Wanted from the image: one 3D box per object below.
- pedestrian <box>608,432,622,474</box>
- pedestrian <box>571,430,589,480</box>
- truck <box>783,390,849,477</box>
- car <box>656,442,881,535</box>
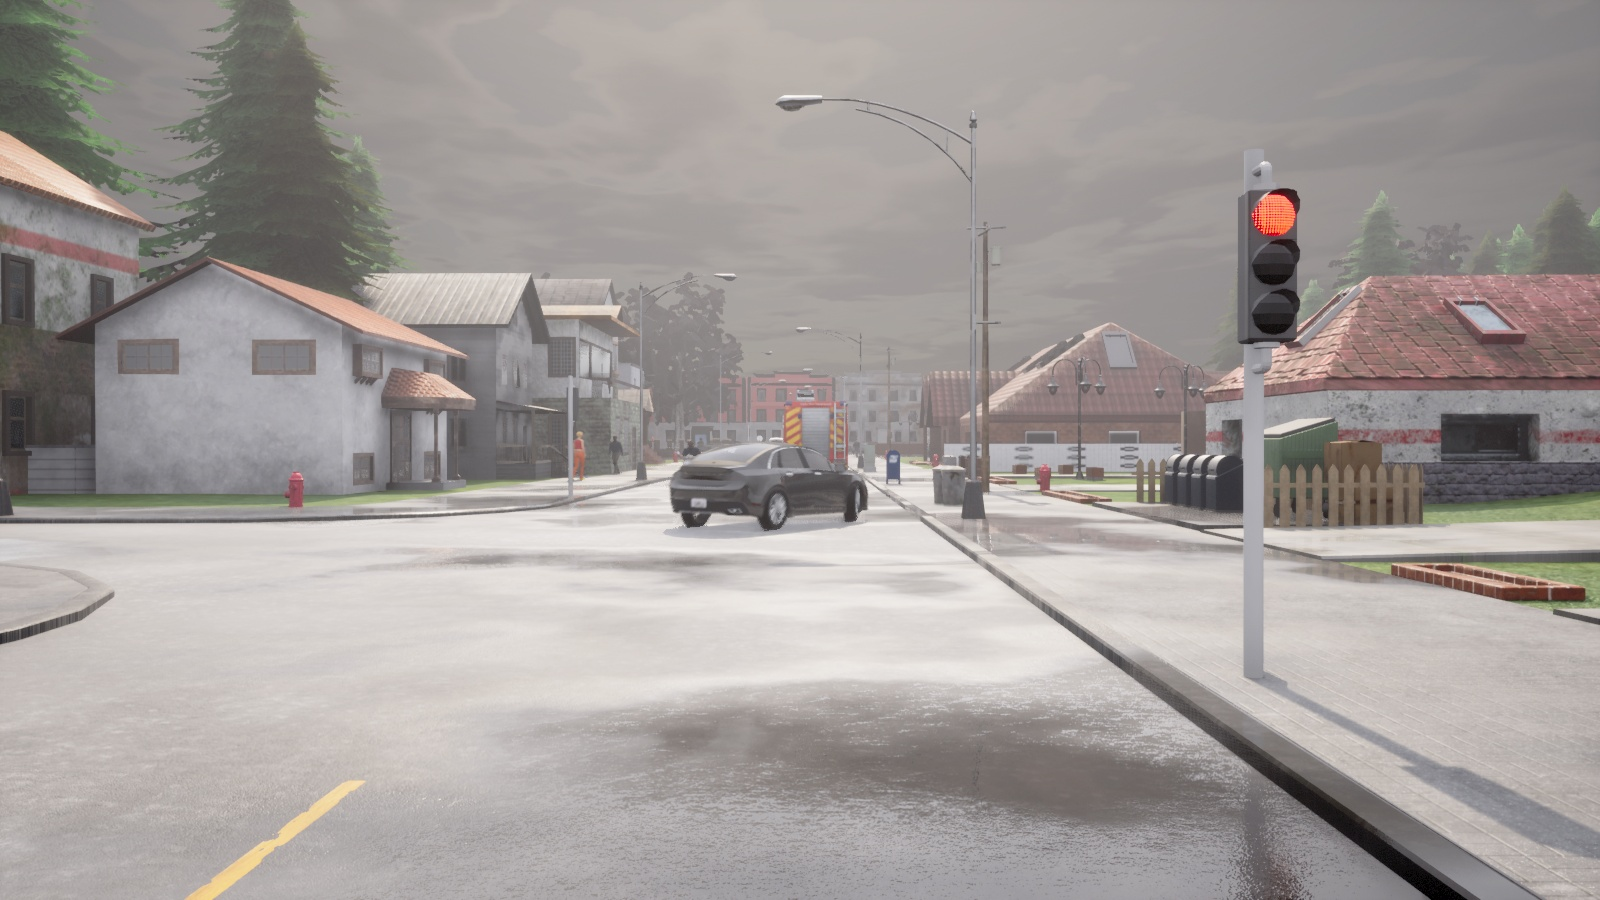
[{"bbox_3d":[-8.233,0.133,56.012,0.370,1.835,0.726,0,0,14],"label":"pedestrian"},{"bbox_3d":[-8.143,0.188,46.412,0.345,1.836,0.594,0,0,31],"label":"pedestrian"},{"bbox_3d":[0.732,-0.752,59.198,2.891,3.827,8.468,0,0,1],"label":"truck"},{"bbox_3d":[-0.434,0.620,23.094,1.837,1.490,4.892,1,1,30],"label":"car"}]
